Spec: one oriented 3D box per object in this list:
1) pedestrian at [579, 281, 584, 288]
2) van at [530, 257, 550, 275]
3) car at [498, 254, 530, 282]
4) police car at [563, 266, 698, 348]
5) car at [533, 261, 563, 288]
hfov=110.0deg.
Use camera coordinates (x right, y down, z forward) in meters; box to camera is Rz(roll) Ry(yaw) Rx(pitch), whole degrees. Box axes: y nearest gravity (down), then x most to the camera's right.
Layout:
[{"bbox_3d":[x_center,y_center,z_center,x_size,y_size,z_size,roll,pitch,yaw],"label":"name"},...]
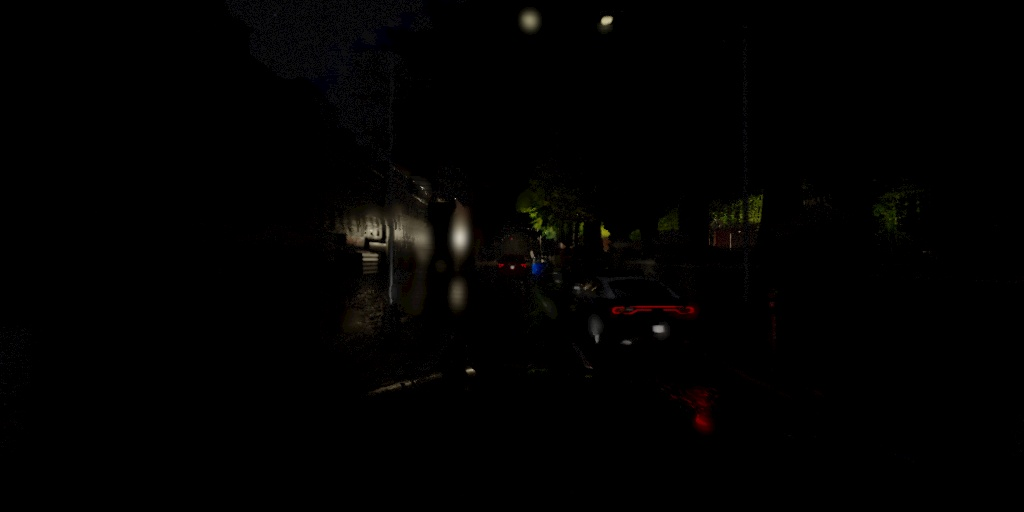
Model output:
[{"bbox_3d":[2.436,1.384,12.296,0.500,1.100,0.500,1,-1,0],"label":"pedestrian"},{"bbox_3d":[2.651,0.986,33.297,1.690,1.789,3.998,0,0,0],"label":"van"},{"bbox_3d":[0.054,0.882,28.215,2.150,2.045,5.566,0,0,1],"label":"car"},{"bbox_3d":[2.752,1.147,9.279,1.930,1.638,5.238,0,0,0],"label":"police car"},{"bbox_3d":[2.646,1.226,22.398,2.007,1.370,4.403,0,0,0],"label":"car"}]
